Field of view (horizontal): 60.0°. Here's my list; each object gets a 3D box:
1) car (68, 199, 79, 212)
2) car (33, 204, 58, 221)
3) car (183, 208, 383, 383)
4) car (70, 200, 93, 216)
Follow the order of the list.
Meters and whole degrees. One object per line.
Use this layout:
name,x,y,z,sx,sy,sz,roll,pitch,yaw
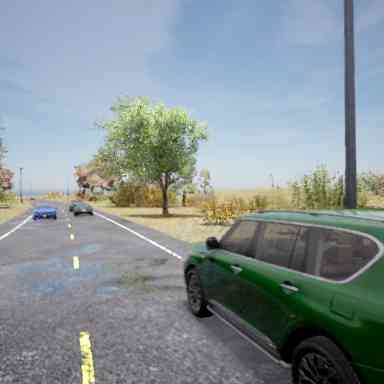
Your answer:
car,-16.262,1.830,46.918,2.097,1.767,4.553,0,0,-22
car,-13.688,1.829,31.109,1.882,1.535,5.008,0,0,-22
car,1.619,1.245,4.825,2.150,2.045,5.566,0,0,-20
car,-12.372,1.946,37.653,1.994,1.385,4.181,0,0,-22
